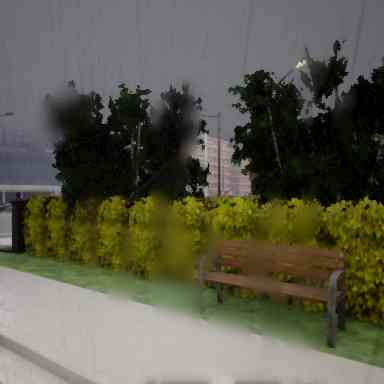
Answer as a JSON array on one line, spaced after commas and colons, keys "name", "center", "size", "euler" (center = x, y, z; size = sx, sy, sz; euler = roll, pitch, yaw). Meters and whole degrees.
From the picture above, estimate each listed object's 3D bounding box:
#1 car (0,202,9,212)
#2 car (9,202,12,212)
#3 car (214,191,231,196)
[{"name": "car", "center": [-19.742, 1.520, 37.456], "size": [1.994, 1.385, 4.181], "euler": [0, 0, 35]}, {"name": "car", "center": [-16.604, 1.480, 35.837], "size": [1.812, 1.442, 4.674], "euler": [0, 0, 35]}, {"name": "car", "center": [6.132, 0.572, 68.099], "size": [2.097, 1.767, 4.553], "euler": [0, 1, 35]}]
